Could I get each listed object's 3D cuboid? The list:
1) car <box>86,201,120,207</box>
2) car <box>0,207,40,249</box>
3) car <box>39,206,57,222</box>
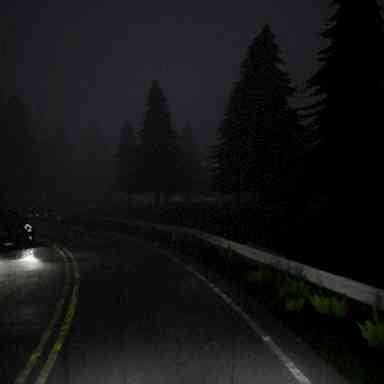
[{"bbox_3d":[-11.575,1.873,44.041,2.033,1.411,5.357,2,3,30],"label":"car"},{"bbox_3d":[-8.944,1.666,15.777,2.097,1.767,4.553,-4,1,-35],"label":"car"},{"bbox_3d":[-13.546,2.010,30.337,2.033,1.411,5.357,-1,0,-14],"label":"car"}]
